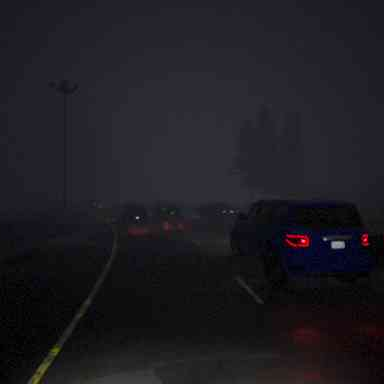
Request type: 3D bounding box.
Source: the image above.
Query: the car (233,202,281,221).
[{"bbox_3d":[5.373,1.563,28.360,1.895,1.301,4.718,0,0,-19],"label":"car"}]

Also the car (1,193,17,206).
[{"bbox_3d":[-31.719,1.288,57.784,2.150,2.045,5.566,0,1,-26],"label":"car"}]

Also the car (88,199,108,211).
[{"bbox_3d":[-11.682,1.536,41.177,1.812,1.442,4.674,0,0,-26],"label":"car"}]

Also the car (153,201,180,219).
[{"bbox_3d":[-2.439,1.513,29.353,1.812,1.442,4.674,0,0,-21],"label":"car"}]

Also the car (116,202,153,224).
[{"bbox_3d":[-4.473,1.502,24.724,1.837,1.490,4.892,0,0,-19],"label":"car"}]

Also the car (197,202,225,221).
[{"bbox_3d":[2.128,1.521,27.271,2.033,1.411,5.357,0,0,-20],"label":"car"}]

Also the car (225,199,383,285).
[{"bbox_3d":[2.724,1.205,9.658,2.150,2.045,5.566,0,0,-7],"label":"car"}]
